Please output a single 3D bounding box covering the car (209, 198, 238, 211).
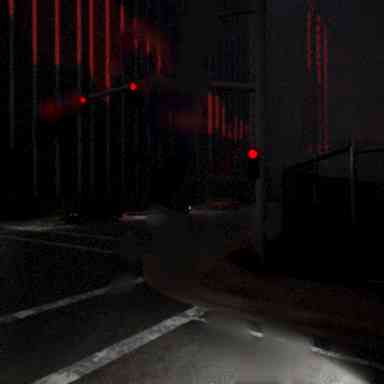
[{"bbox_3d":[4.024,1.557,41.795,1.882,1.535,5.008,0,0,36],"label":"car"}]

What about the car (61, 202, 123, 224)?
[{"bbox_3d":[-7.600,1.558,25.586,1.882,1.535,5.008,0,0,36],"label":"car"}]

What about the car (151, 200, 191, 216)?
[{"bbox_3d":[-2.054,1.585,33.323,1.837,1.490,4.892,0,0,36],"label":"car"}]
